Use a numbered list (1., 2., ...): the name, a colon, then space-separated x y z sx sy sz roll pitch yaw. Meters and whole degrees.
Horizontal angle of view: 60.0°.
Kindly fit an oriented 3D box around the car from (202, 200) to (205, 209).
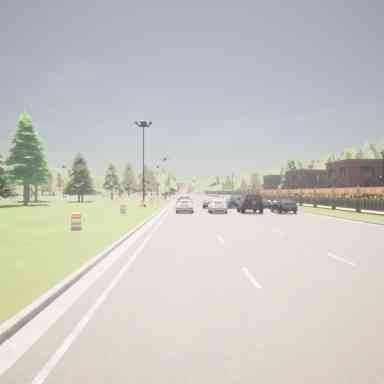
1. car: 2.424 1.601 45.788 1.895 1.301 4.718 0 0 -1

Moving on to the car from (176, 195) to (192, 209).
1. car: -1.079 1.352 46.264 2.097 1.767 4.553 0 0 -1

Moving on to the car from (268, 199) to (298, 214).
1. car: 9.718 1.492 35.428 2.128 1.511 4.902 0 0 -1

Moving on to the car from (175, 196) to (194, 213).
1. car: -0.798 1.526 36.253 1.812 1.442 4.674 0 0 -1

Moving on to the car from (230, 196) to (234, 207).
1. car: 5.920 1.352 46.298 2.097 1.767 4.553 0 0 -1

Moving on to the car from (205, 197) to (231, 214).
1. car: 2.717 1.526 35.679 1.812 1.442 4.674 0 0 -1

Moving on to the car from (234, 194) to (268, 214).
1. car: 6.204 1.221 35.822 2.150 2.045 5.566 0 0 0

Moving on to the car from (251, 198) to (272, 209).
1. car: 9.432 1.564 45.417 1.994 1.385 4.181 0 0 -1
